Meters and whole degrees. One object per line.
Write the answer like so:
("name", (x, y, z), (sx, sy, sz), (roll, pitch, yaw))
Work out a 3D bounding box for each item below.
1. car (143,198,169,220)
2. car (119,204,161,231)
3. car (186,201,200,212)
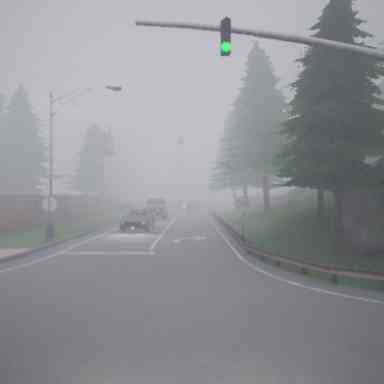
("car", (-3.570, 1.620, 33.208), (2.150, 2.045, 5.566), (0, -1, 0))
("car", (-3.582, 1.823, 22.792), (2.033, 1.411, 5.357), (0, -1, 0))
("car", (0.143, 2.060, 47.913), (2.128, 1.511, 4.902), (0, -1, 2))
